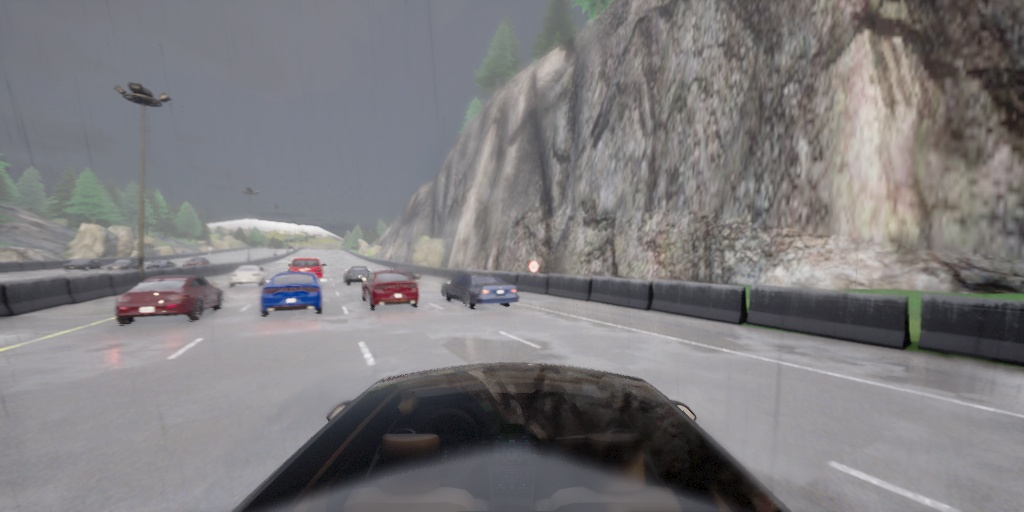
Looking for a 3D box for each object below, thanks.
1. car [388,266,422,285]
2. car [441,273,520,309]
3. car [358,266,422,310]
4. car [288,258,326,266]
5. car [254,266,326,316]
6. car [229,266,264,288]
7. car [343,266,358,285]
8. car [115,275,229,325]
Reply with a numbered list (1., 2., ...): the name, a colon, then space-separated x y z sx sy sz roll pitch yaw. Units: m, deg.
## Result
1. car: -8.995 1.549 29.897 1.895 1.301 4.718 0 0 -28
2. car: -1.610 1.447 16.028 2.033 1.411 5.357 0 -1 -28
3. car: -5.489 1.367 15.907 1.882 1.535 5.008 0 0 -28
4. car: -14.874 1.131 26.032 2.150 2.045 5.566 0 0 -28
5. car: -8.575 1.347 14.257 1.882 1.535 5.008 0 0 -28
6. car: -18.550 1.412 25.517 1.812 1.442 4.674 0 0 -28
7. car: -12.196 1.492 28.481 1.994 1.385 4.181 0 0 -28
8. car: -11.508 1.372 12.311 1.812 1.442 4.674 0 0 -28
